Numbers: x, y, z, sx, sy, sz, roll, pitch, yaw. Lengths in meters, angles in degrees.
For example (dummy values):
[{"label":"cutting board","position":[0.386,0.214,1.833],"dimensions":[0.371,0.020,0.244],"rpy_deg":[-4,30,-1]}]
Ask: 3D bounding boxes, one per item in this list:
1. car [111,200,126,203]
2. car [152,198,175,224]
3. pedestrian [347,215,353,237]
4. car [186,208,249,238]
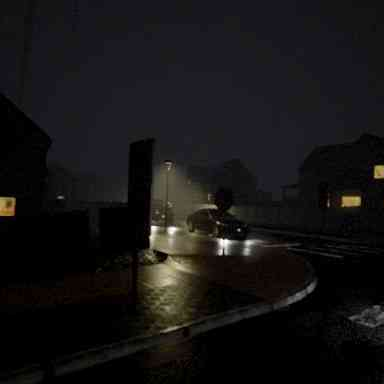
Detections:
[{"label":"car","position":[-10.910,1.977,46.672],"dimensions":[2.097,1.767,4.553],"rpy_deg":[2,-1,-17]},{"label":"car","position":[-3.294,1.528,27.574],"dimensions":[2.150,2.045,5.566],"rpy_deg":[3,-2,-25]},{"label":"pedestrian","position":[8.442,1.459,17.792],"dimensions":[0.375,1.860,0.375],"rpy_deg":[2,-1,-31]},{"label":"car","position":[1.275,1.664,18.691],"dimensions":[1.812,1.442,4.674],"rpy_deg":[3,-2,-28]}]
